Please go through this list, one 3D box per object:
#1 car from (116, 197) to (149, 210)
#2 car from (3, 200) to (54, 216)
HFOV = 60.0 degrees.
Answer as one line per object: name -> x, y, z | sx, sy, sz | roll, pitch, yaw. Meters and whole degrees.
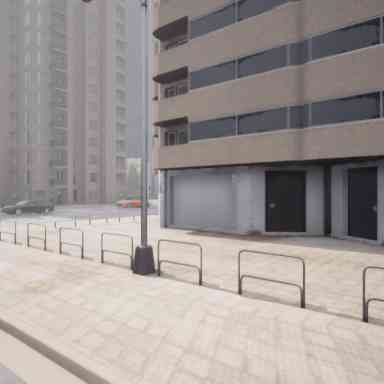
car -> -8.060, 1.407, 44.931 | 2.097, 1.767, 4.553 | 0, 0, 39
car -> -16.681, 1.560, 34.146 | 1.837, 1.490, 4.892 | 0, 0, 39
